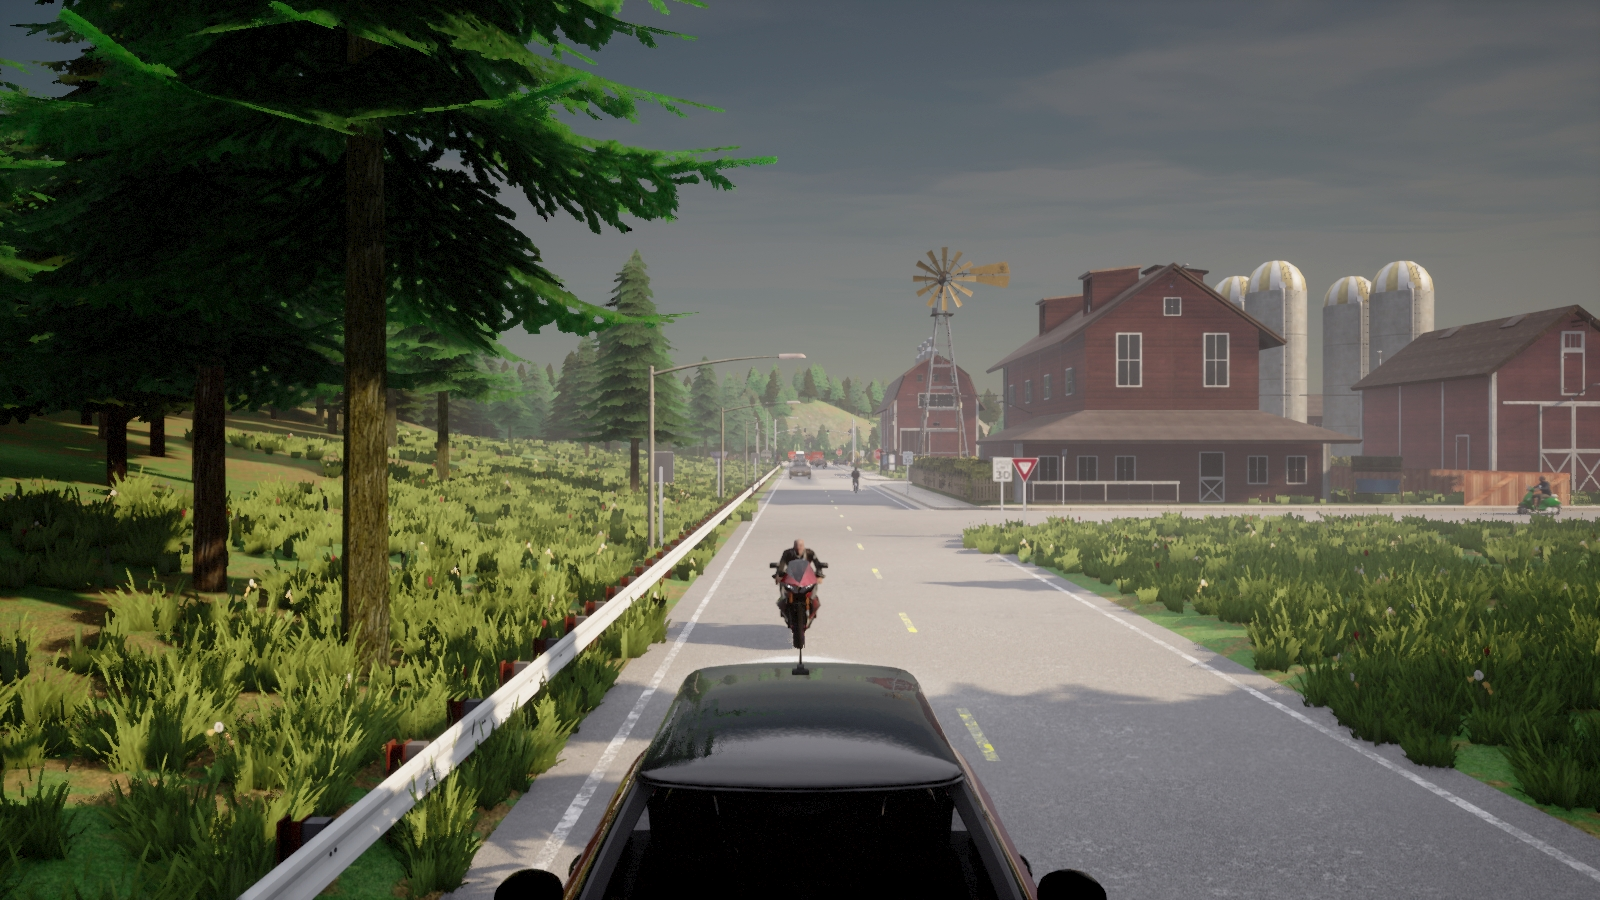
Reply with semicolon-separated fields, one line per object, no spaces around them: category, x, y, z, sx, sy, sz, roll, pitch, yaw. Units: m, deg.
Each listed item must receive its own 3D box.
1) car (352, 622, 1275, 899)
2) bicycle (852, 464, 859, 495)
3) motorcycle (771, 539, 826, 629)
car;0.033;1.906;4.501;2.097;1.767;4.553;0;0;0
bicycle;3.513;1.836;72.220;0.329;1.919;1.835;0;0;0
motorcycle;-0.033;2.205;19.199;0.867;1.251;2.209;0;0;0
